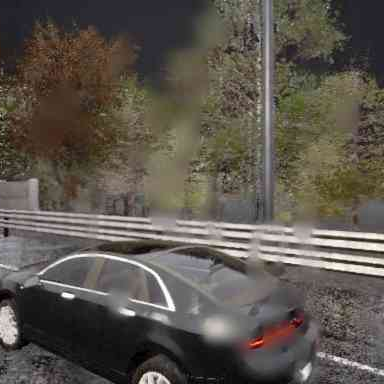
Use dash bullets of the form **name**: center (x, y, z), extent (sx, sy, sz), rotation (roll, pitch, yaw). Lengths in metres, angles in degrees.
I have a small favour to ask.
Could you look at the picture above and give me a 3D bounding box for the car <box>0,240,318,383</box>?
- **car**: center (-0.882, 1.427, 4.541), extent (4.892, 1.490, 1.837), rotation (0, 0, 37)
